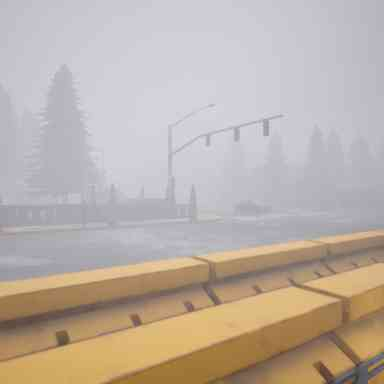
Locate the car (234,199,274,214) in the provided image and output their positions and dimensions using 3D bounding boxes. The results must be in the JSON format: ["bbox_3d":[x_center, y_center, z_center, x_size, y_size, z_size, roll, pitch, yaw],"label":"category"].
[{"bbox_3d":[6.380,1.522,34.964,1.812,1.442,4.674,0,0,-36],"label":"car"}]

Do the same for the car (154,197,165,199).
[{"bbox_3d":[-4.716,1.523,50.396,1.812,1.442,4.674,0,0,-36],"label":"car"}]
